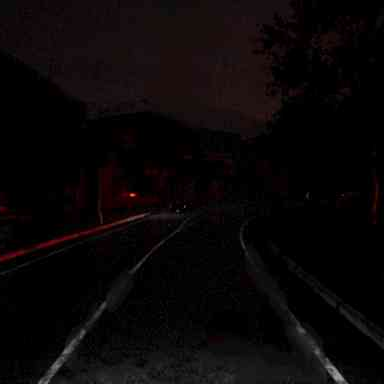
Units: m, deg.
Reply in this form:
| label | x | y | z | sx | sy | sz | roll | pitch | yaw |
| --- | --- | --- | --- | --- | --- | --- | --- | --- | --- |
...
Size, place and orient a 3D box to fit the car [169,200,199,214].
| label | x | y | z | sx | sy | sz | roll | pitch | yaw |
| --- | --- | --- | --- | --- | --- | --- | --- | --- | --- |
| car | -0.767 | 1.473 | 34.051 | 1.895 | 1.301 | 4.718 | 0 | 0 | 17 |

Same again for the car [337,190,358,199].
| label | x | y | z | sx | sy | sz | roll | pitch | yaw |
| --- | --- | --- | --- | --- | --- | --- | --- | --- | --- |
| car | 28.889 | 0.431 | 62.204 | 4.553 | 1.767 | 2.097 | -2 | 0 | -28 |
